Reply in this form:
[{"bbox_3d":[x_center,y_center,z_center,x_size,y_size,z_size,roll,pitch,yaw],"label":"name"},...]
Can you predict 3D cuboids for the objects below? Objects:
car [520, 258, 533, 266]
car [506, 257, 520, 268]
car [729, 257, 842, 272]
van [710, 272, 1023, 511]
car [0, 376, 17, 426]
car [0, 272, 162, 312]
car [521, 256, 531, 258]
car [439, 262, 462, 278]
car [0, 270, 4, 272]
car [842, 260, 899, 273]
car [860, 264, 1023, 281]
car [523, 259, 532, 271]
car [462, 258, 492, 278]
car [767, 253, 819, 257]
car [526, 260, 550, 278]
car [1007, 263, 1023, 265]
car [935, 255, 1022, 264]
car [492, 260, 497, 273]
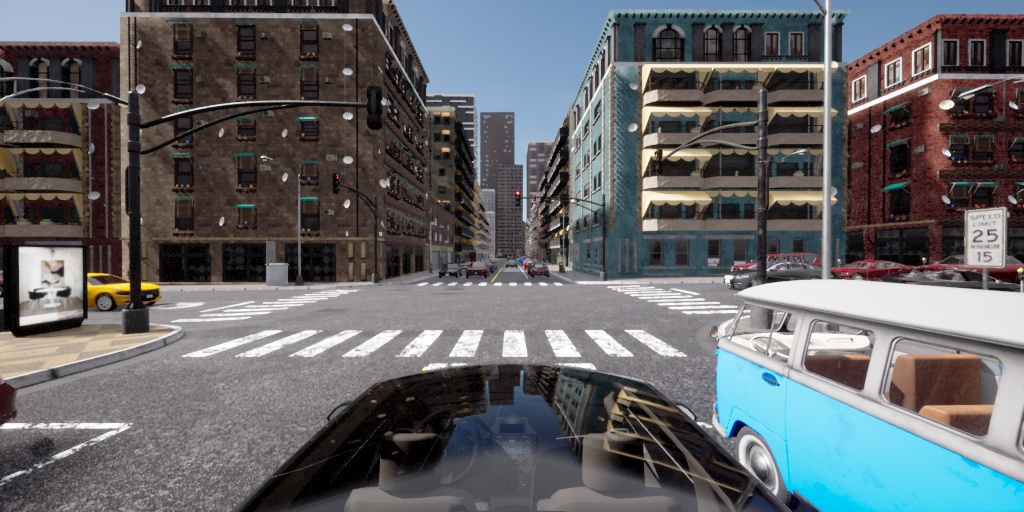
[{"bbox_3d":[2.572,1.303,50.720,1.888,1.381,4.507,0,0,0],"label":"car"},{"bbox_3d":[-0.048,1.328,63.193,1.994,1.385,4.181,0,0,0],"label":"car"},{"bbox_3d":[13.689,1.007,18.722,4.902,1.511,2.128,-1,0,-1],"label":"car"},{"bbox_3d":[2.689,1.091,1.756,1.690,1.789,3.998,0,0,0],"label":"van"},{"bbox_3d":[-5.692,1.332,1.737,1.802,1.307,4.207,0,0,0],"label":"car"},{"bbox_3d":[-17.909,1.477,15.222,5.008,1.535,1.882,-1,0,-1],"label":"car"},{"bbox_3d":[2.999,1.223,64.908,1.801,1.575,5.366,0,0,0],"label":"car"},{"bbox_3d":[-5.770,1.317,34.142,1.948,1.339,4.313,0,0,0],"label":"car"},{"bbox_3d":[-30.307,1.573,21.030,4.097,1.591,1.967,0,0,-1],"label":"car"},{"bbox_3d":[21.296,0.930,21.394,4.507,1.381,1.888,0,0,-1],"label":"car"},{"bbox_3d":[15.767,1.097,12.961,4.313,1.339,1.948,0,0,-1],"label":"car"},{"bbox_3d":[2.599,1.319,39.673,1.948,1.339,4.313,0,0,0],"label":"car"},{"bbox_3d":[-3.176,1.229,33.848,1.882,1.535,5.008,0,0,0],"label":"car"},{"bbox_3d":[15.725,0.780,21.341,5.009,1.841,2.192,0,0,-1],"label":"car"},{"bbox_3d":[2.612,1.333,34.150,1.802,1.307,4.207,0,0,0],"label":"car"},{"bbox_3d":[21.337,1.032,13.014,4.207,1.307,1.802,0,0,-1],"label":"car"},{"bbox_3d":[23.942,0.719,18.827,4.553,1.767,2.097,-1,0,0],"label":"car"},{"bbox_3d":[-3.195,1.106,43.029,2.097,1.767,4.553,0,0,0],"label":"car"}]
